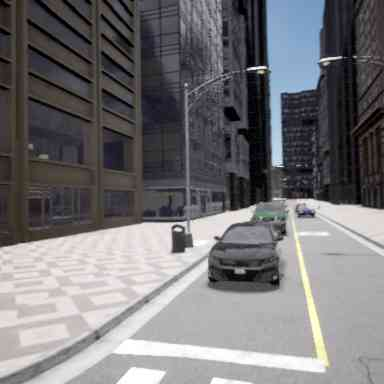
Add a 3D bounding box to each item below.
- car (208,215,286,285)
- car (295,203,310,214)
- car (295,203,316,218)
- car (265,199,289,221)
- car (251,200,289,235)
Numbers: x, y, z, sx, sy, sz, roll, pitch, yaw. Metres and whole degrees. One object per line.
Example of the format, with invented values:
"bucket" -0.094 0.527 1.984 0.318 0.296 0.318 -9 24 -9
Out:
"car" 1.856 1.718 10.527 1.882 1.535 5.008 -2 -2 16
"car" 16.287 2.368 49.184 1.812 1.442 4.674 -2 -1 17
"car" 13.331 2.270 38.810 1.895 1.301 4.718 -2 -1 17
"car" 9.330 1.904 36.159 2.150 2.045 5.566 -2 0 19
"car" 5.277 1.681 22.369 2.150 2.045 5.566 -2 -1 16
